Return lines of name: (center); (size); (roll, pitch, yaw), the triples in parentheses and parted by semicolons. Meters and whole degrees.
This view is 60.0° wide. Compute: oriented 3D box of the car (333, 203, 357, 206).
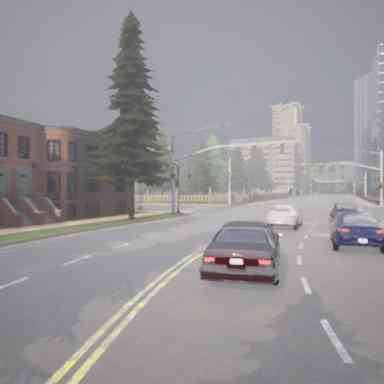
car: (10.031, 1.468, 21.871); (2.128, 1.511, 4.902); (0, 0, 23)

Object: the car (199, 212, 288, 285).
car: (1.576, 1.534, 9.545); (2.033, 1.411, 5.357); (0, 0, 15)

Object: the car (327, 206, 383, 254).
car: (6.647, 1.512, 13.559); (1.812, 1.442, 4.674); (0, 0, 20)

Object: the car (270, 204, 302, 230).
car: (5.799, 1.500, 20.849); (1.812, 1.442, 4.674); (0, 0, 23)
